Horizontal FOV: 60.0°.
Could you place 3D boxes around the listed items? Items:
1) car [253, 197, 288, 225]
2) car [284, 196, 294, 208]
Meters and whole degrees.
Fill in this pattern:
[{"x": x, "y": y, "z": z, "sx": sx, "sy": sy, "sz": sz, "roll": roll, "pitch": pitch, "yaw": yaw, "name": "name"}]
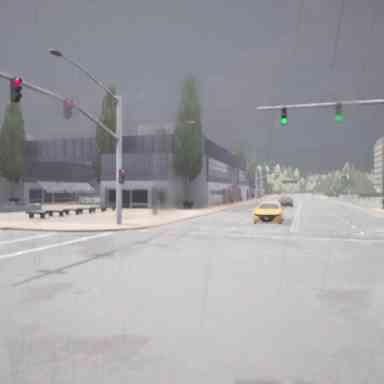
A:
[{"x": 5.559, "y": 1.411, "z": 23.674, "sx": 1.882, "sy": 1.535, "sz": 5.008, "roll": 0, "pitch": 0, "yaw": 18, "name": "car"}, {"x": 13.249, "y": 1.359, "z": 46.740, "sx": 1.882, "sy": 1.535, "sz": 5.008, "roll": 0, "pitch": 0, "yaw": 18, "name": "car"}]
